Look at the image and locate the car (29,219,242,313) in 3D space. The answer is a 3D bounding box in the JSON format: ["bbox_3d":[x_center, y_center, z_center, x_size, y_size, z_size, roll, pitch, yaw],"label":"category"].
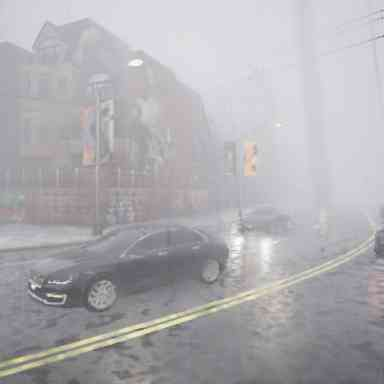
[{"bbox_3d":[-1.170,1.534,7.876,4.892,1.490,1.837,0,0,-42],"label":"car"}]

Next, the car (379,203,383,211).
[{"bbox_3d":[17.823,1.563,29.534,1.882,1.535,5.008,0,0,26],"label":"car"}]

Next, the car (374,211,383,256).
[{"bbox_3d":[8.078,1.562,12.331,1.812,1.442,4.674,0,0,39],"label":"car"}]

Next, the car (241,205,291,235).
[{"bbox_3d":[4.332,1.568,19.377,1.837,1.490,4.892,0,0,32],"label":"car"}]
